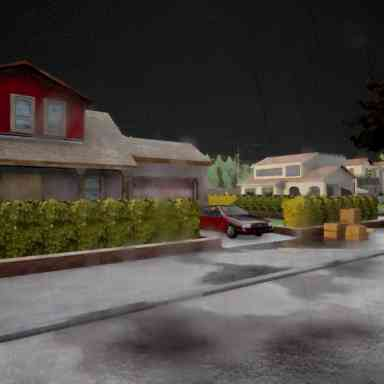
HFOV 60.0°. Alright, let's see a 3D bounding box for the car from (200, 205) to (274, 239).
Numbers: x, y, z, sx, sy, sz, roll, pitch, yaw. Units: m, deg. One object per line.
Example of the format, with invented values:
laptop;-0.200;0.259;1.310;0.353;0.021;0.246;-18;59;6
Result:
car;1.530;1.356;16.517;2.033;1.415;5.357;0;0;-33
